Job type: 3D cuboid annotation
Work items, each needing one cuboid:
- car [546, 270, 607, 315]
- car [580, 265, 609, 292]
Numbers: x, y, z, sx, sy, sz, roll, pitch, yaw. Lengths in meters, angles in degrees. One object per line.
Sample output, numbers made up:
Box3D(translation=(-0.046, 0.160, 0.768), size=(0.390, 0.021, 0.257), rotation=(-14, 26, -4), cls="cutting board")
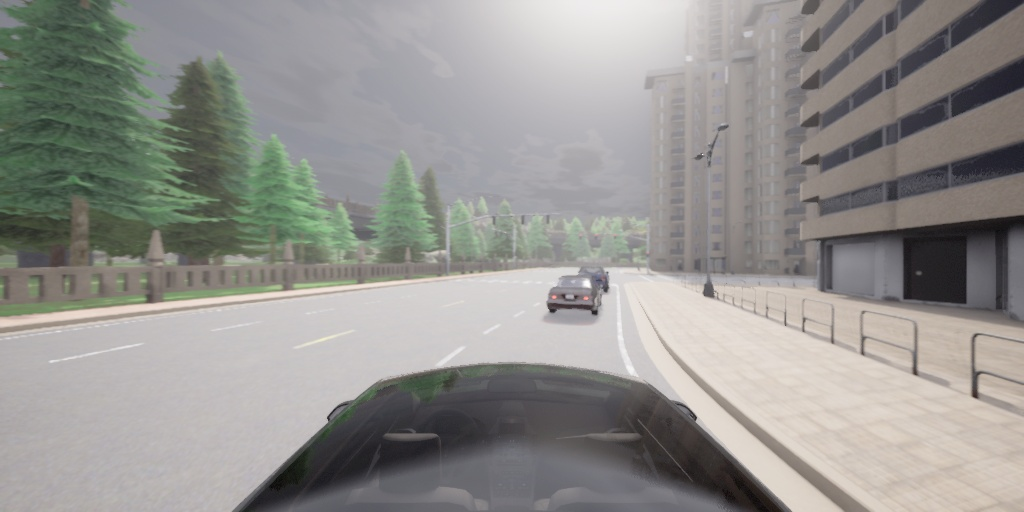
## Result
Box3D(translation=(2.640, 1.467, 14.605), size=(2.033, 1.411, 5.357), rotation=(1, -1, 16), cls="car")
Box3D(translation=(5.476, 1.411, 24.376), size=(2.097, 1.767, 4.553), rotation=(1, -1, 16), cls="car")
